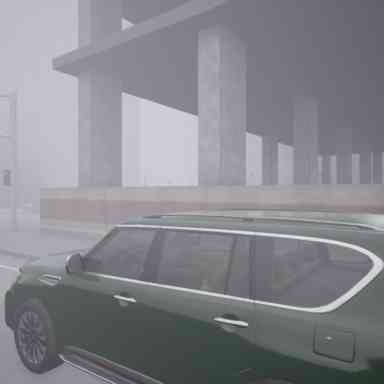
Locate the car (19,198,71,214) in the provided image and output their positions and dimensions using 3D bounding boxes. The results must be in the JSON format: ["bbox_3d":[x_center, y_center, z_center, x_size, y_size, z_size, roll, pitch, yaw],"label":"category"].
[{"bbox_3d":[-16.193,1.533,36.901,1.882,1.535,5.008,0,0,36],"label":"car"}]

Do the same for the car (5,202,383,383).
[{"bbox_3d":[0.051,1.221,3.948,5.566,2.045,2.150,0,0,36],"label":"car"}]
